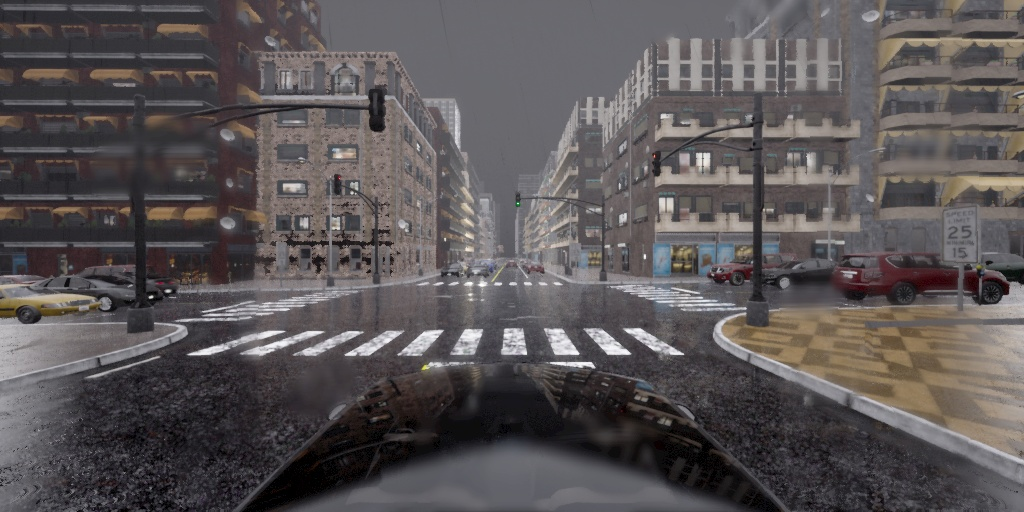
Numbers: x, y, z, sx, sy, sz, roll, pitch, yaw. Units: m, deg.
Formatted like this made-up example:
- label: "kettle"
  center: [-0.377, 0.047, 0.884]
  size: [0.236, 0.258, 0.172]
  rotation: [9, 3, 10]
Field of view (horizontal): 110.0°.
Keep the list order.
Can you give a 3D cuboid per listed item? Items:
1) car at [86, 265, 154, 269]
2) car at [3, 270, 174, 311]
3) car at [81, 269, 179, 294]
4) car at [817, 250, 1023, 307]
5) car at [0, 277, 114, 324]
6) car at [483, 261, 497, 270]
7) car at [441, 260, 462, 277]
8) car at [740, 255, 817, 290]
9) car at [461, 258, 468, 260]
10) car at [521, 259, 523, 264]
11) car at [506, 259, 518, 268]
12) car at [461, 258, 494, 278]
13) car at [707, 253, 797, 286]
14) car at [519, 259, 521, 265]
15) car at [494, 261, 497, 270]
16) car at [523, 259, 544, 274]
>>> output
- label: "car"
  center: [-23.642, 1.462, 21.038]
  size: [5.009, 1.841, 2.192]
  rotation: [0, 0, -1]
- label: "car"
  center: [-17.898, 1.560, 15.340]
  size: [4.892, 1.490, 1.837]
  rotation: [-1, 0, -1]
- label: "car"
  center: [-20.193, 1.596, 18.518]
  size: [4.892, 1.490, 1.837]
  rotation: [-1, 0, -1]
- label: "car"
  center: [14.685, 0.775, 13.112]
  size: [5.009, 1.841, 2.192]
  rotation: [0, 0, -1]
- label: "car"
  center: [-17.654, 1.585, 12.756]
  size: [4.829, 1.417, 1.751]
  rotation: [0, 0, -1]
- label: "car"
  center: [-3.208, 1.365, 53.404]
  size: [1.895, 1.301, 4.718]
  rotation: [0, 0, 0]
- label: "car"
  center: [-5.765, 1.322, 35.109]
  size: [1.948, 1.339, 4.313]
  rotation: [0, 0, 0]
- label: "car"
  center: [15.292, 0.913, 18.909]
  size: [5.008, 1.535, 1.882]
  rotation: [-1, 0, -1]
- label: "car"
  center: [-5.777, 1.283, 40.621]
  size: [1.751, 1.417, 4.829]
  rotation: [0, 0, 0]
- label: "car"
  center: [2.590, 1.200, 46.495]
  size: [1.967, 1.591, 4.097]
  rotation: [0, 0, 0]
- label: "car"
  center: [-0.026, 1.294, 61.311]
  size: [1.812, 1.442, 4.674]
  rotation: [0, 0, 0]
- label: "car"
  center: [-3.172, 1.247, 33.985]
  size: [2.128, 1.511, 4.902]
  rotation: [0, 0, 0]
- label: "car"
  center: [14.532, 0.759, 21.490]
  size: [5.009, 1.841, 2.192]
  rotation: [0, 0, -1]
- label: "car"
  center: [2.564, 1.348, 57.860]
  size: [1.802, 1.307, 4.207]
  rotation: [0, 0, 0]
- label: "car"
  center: [-3.192, 1.237, 43.407]
  size: [1.882, 1.535, 5.008]
  rotation: [0, 0, 0]
- label: "car"
  center: [2.603, 1.198, 40.812]
  size: [1.967, 1.591, 4.097]
  rotation: [0, 0, 0]
